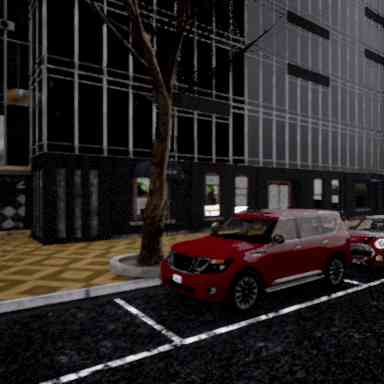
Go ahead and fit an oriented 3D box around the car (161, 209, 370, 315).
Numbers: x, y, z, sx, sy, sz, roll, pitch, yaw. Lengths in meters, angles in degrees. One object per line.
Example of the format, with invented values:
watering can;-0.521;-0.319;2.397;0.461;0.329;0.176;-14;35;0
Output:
car;1.766;1.354;7.835;5.009;1.841;2.192;0;-1;-36

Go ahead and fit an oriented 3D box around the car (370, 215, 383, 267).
car;6.402;1.515;11.147;4.097;1.590;1.967;0;-1;-36
